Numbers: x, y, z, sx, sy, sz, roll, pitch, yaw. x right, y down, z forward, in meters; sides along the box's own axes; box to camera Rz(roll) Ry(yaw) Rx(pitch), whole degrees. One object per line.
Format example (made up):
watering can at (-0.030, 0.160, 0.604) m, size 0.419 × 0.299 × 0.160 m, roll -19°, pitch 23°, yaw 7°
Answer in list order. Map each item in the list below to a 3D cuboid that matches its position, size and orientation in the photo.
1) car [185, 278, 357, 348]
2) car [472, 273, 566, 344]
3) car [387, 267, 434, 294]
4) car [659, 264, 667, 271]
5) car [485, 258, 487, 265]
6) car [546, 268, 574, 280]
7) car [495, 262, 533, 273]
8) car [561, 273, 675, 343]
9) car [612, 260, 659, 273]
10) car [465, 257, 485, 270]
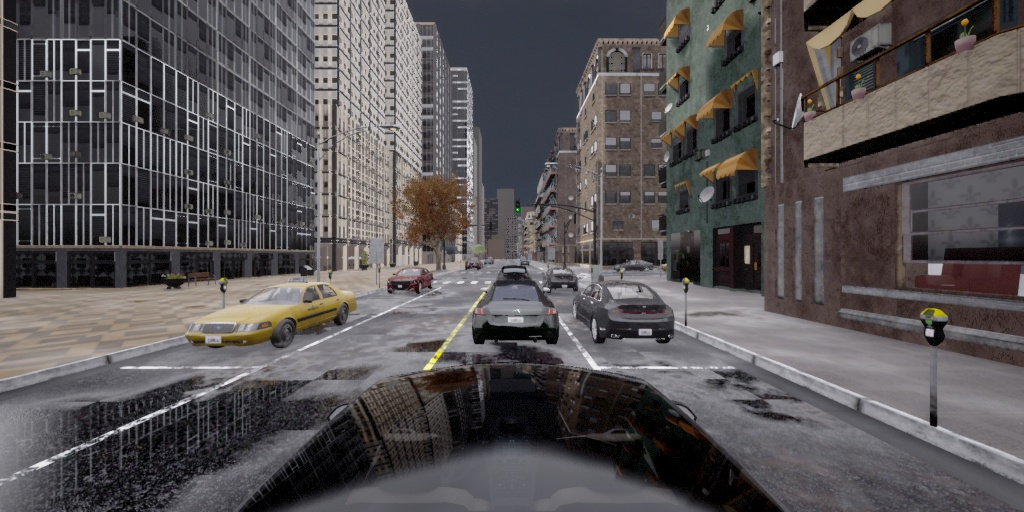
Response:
car at (-5.693, 1.276, 9.242) m, size 1.751 × 1.417 × 4.829 m, roll 0°, pitch 0°, yaw 0°
car at (0.085, 1.315, 9.560) m, size 1.994 × 1.385 × 4.181 m, roll 0°, pitch 0°, yaw 0°
car at (-5.695, 1.299, 20.478) m, size 1.888 × 1.381 × 4.507 m, roll 0°, pitch 0°, yaw 0°
car at (18.825, 1.006, 39.953) m, size 4.829 × 1.417 × 1.751 m, roll 0°, pitch 0°, yaw -1°
car at (-5.702, 1.356, 58.388) m, size 1.948 × 1.339 × 4.313 m, roll 0°, pitch 0°, yaw 0°
car at (2.685, 1.305, 20.479) m, size 2.007 × 1.370 × 4.403 m, roll 0°, pitch 0°, yaw 0°
car at (0.102, 1.259, 19.641) m, size 1.837 × 1.490 × 4.892 m, roll 0°, pitch 0°, yaw -1°
car at (2.687, 1.301, 9.413) m, size 2.007 × 1.370 × 4.403 m, roll 0°, pitch 0°, yaw 0°
car at (13.428, 1.108, 39.897) m, size 4.403 × 1.370 × 2.007 m, roll 0°, pitch 0°, yaw -1°
car at (-5.701, 1.098, 52.865) m, size 2.192 × 1.841 × 5.009 m, roll 0°, pitch 0°, yaw 0°
